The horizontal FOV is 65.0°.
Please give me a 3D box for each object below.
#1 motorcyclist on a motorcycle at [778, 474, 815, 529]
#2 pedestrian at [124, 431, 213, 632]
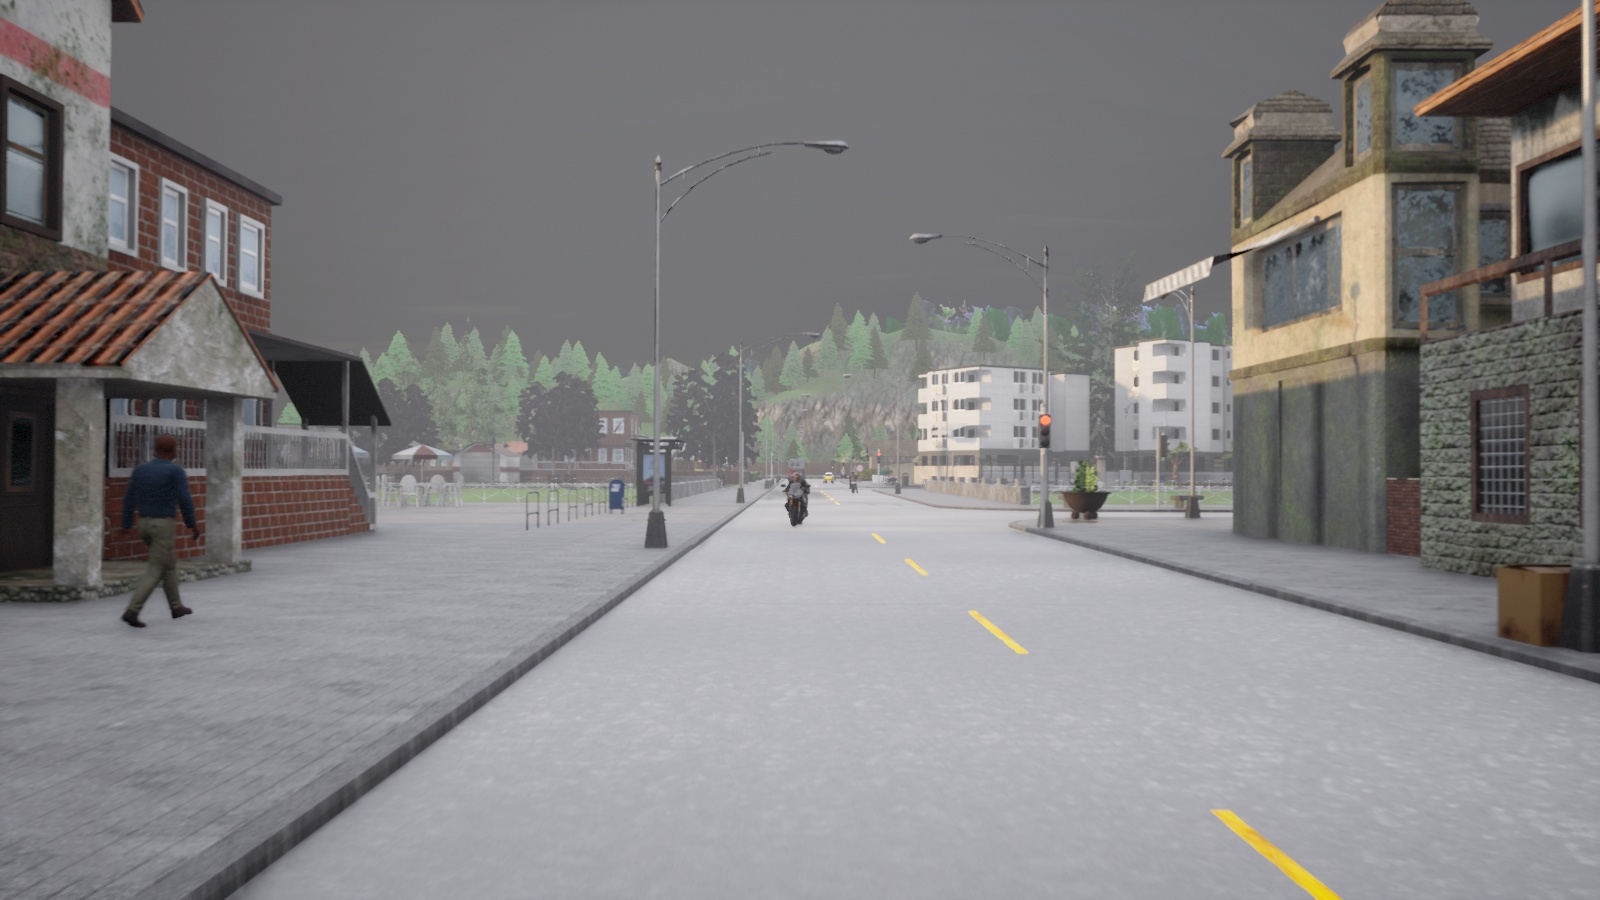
[{"bbox_3d":[-0.082,1.452,35.960,0.866,1.530,2.191,0,-1,5],"label":"motorcyclist on a motorcycle"},{"bbox_3d":[-5.961,0.747,11.875,0.370,1.835,0.726,0,-1,11],"label":"pedestrian"}]
